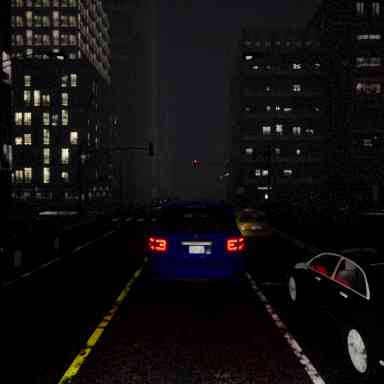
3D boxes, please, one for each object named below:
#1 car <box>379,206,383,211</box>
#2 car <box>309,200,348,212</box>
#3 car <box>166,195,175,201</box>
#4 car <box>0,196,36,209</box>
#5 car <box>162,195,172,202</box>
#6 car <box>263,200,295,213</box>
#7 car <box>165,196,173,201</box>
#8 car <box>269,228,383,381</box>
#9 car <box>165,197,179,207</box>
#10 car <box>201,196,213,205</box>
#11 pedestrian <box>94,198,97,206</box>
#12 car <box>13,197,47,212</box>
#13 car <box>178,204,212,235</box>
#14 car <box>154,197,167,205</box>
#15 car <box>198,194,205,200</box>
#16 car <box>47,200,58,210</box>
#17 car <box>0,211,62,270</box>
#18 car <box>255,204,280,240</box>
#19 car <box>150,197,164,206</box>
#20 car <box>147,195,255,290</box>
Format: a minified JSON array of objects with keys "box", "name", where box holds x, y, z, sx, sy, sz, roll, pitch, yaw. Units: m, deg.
[{"box":[23.901,1.725,37.018,5.357,1.411,2.033,0,1,1],"name":"car"},{"box":[16.302,1.622,39.714,4.403,1.369,2.008,0,0,1],"name":"car"},{"box":[-5.727,1.529,88.457,1.887,1.381,4.507,-1,0,0],"name":"car"},{"box":[-21.673,1.274,40.202,4.829,1.417,1.752,0,0,1],"name":"car"},{"box":[-5.724,1.530,77.148,1.887,1.381,4.507,-1,0,0],"name":"car"},{"box":[9.320,1.622,37.033,4.181,1.385,1.994,0,1,-3],"name":"car"},{"box":[-5.725,1.567,82.803,1.802,1.307,4.206,-1,0,0],"name":"car"},{"box":[2.805,1.549,5.289,2.008,1.369,4.403,-1,0,0],"name":"car"},{"box":[-3.107,1.552,52.656,1.994,1.385,4.181,0,0,0],"name":"car"},{"box":[2.660,1.538,60.187,2.008,1.369,4.403,-1,0,0],"name":"car"},{"box":[-12.561,1.299,43.052,0.500,1.100,0.500,0,0,1],"name":"pedestrian"},{"box":[-17.826,1.442,34.389,4.181,1.385,1.994,0,1,1],"name":"car"},{"box":[0.092,1.520,19.712,1.812,1.442,4.674,0,0,-2],"name":"car"},{"box":[-5.719,1.553,60.185,1.947,1.339,4.313,-1,0,0],"name":"car"},{"box":[2.650,1.424,94.115,1.967,1.590,4.097,-1,0,0],"name":"car"},{"box":[-18.055,1.370,37.594,5.357,1.411,2.033,1,1,1],"name":"car"},{"box":[-5.836,1.542,10.988,1.887,1.381,4.507,-1,0,0],"name":"car"},{"box":[2.801,1.521,16.747,1.752,1.417,4.829,-1,0,0],"name":"car"},{"box":[-5.718,1.513,54.360,1.752,1.417,4.829,-1,0,0],"name":"car"},{"box":[0.094,1.219,9.201,2.150,2.045,5.566,0,0,0],"name":"car"}]
